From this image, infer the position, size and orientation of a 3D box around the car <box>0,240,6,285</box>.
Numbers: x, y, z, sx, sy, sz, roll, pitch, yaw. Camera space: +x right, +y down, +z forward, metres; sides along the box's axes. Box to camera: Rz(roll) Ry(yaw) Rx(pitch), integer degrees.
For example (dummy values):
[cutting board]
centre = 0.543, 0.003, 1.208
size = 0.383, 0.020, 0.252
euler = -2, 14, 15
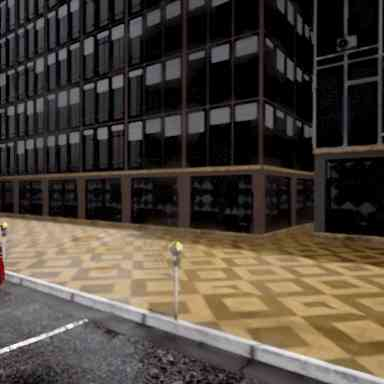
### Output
[car]
centre = -5.963, 1.278, 7.131
size = 5.009, 1.841, 2.192
euler = 0, 0, 36
